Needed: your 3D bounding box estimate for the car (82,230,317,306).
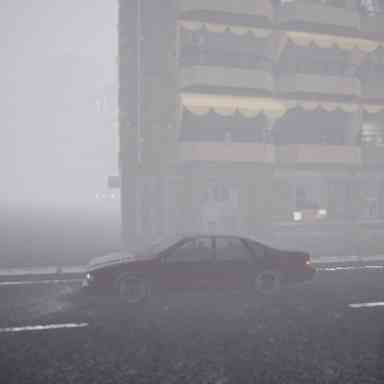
[{"bbox_3d":[0.213,1.668,8.035,5.357,1.411,2.033,0,-1,-11],"label":"car"}]
